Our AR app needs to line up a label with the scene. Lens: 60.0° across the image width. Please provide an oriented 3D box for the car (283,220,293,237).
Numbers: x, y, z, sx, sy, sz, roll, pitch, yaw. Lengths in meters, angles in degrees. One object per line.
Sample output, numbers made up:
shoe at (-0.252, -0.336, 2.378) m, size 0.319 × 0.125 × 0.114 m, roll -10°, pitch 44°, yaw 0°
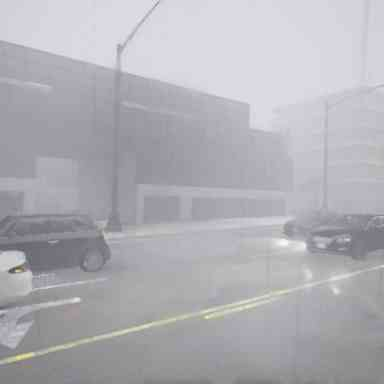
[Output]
car at (6.658, 1.669, 17.322) m, size 4.181 × 1.385 × 1.994 m, roll 0°, pitch 0°, yaw -35°

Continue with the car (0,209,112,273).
car at (-4.672, 1.370, 9.258) m, size 4.553 × 1.767 × 2.097 m, roll 1°, pitch 0°, yaw -36°

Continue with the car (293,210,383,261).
car at (6.441, 1.593, 12.875) m, size 4.902 × 1.511 × 2.128 m, roll 0°, pitch 0°, yaw -35°

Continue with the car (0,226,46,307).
car at (-5.092, 1.511, 5.269) m, size 4.674 × 1.442 × 1.812 m, roll 1°, pitch 0°, yaw -40°
